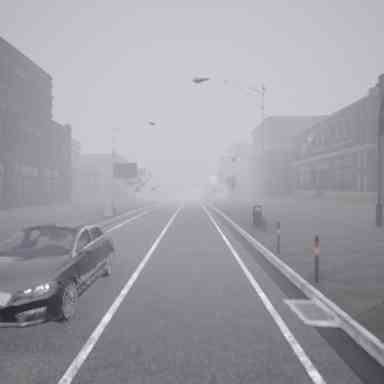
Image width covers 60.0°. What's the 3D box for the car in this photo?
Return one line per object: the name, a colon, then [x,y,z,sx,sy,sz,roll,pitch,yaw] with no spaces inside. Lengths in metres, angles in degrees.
car: [-2.996,1.458,7.230,2.128,1.511,4.902,0,1,0]
